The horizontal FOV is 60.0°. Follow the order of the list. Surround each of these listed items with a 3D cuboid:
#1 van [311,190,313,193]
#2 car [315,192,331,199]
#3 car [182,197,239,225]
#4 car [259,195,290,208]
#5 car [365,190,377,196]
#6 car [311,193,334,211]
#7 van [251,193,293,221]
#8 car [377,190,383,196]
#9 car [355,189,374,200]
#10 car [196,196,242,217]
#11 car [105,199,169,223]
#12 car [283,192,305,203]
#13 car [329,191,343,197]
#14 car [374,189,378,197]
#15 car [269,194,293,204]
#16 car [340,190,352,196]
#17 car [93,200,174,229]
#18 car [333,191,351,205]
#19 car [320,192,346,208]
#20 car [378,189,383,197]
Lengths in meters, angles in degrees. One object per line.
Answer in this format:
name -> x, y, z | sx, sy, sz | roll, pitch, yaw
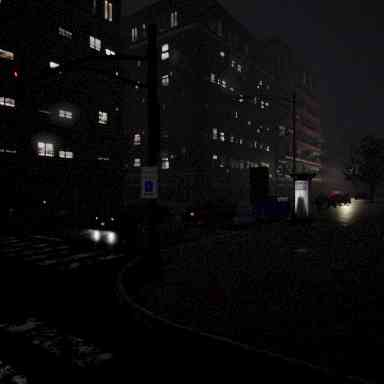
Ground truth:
van -> 19.158, 0.536, 56.076 | 1.690, 1.788, 3.998 | 1, 1, 36
car -> 25.720, 0.621, 65.270 | 1.802, 1.307, 4.206 | 1, 1, 36
car -> 1.177, 1.292, 21.774 | 1.994, 1.385, 4.181 | 0, 1, 36
car -> 9.586, 1.034, 38.418 | 1.994, 1.385, 4.181 | 0, 1, 36
car -> 44.237, 0.216, 82.070 | 1.994, 1.385, 4.181 | 0, 1, 36
car -> 12.285, 1.078, 32.897 | 1.947, 1.339, 4.313 | 1, 1, 36
van -> 5.716, 1.009, 23.693 | 1.690, 1.788, 3.998 | 1, 1, 36
car -> 45.132, 0.315, 78.893 | 1.802, 1.307, 4.206 | 1, 1, 36
car -> 28.709, 0.564, 55.892 | 1.967, 1.590, 4.097 | 1, 1, 36
car -> 2.410, 1.165, 28.405 | 1.812, 1.442, 4.674 | 0, 1, 35
car -> -3.812, 1.283, 23.916 | 1.887, 1.381, 4.507 | 1, 1, 36
car -> 15.777, 0.801, 51.346 | 1.752, 1.417, 4.829 | 1, 1, 36
car -> 32.282, 0.428, 74.458 | 1.887, 1.381, 4.507 | 1, 1, 36
car -> 31.993, 0.590, 60.494 | 1.887, 1.381, 4.507 | 1, 1, 36
car -> 12.595, 0.933, 46.891 | 1.802, 1.307, 4.206 | 1, 1, 36
car -> 38.845, 0.278, 83.648 | 2.008, 1.369, 4.403 | 1, 1, 36
car -> -3.343, 1.323, 20.351 | 2.033, 1.411, 5.357 | 0, 1, 36
car -> 18.854, 0.923, 42.096 | 1.947, 1.339, 4.313 | 1, 1, 36
car -> 15.569, 0.979, 37.496 | 1.887, 1.381, 4.507 | 1, 1, 36
car -> 41.847, 0.356, 74.293 | 1.887, 1.381, 4.507 | 1, 1, 36
